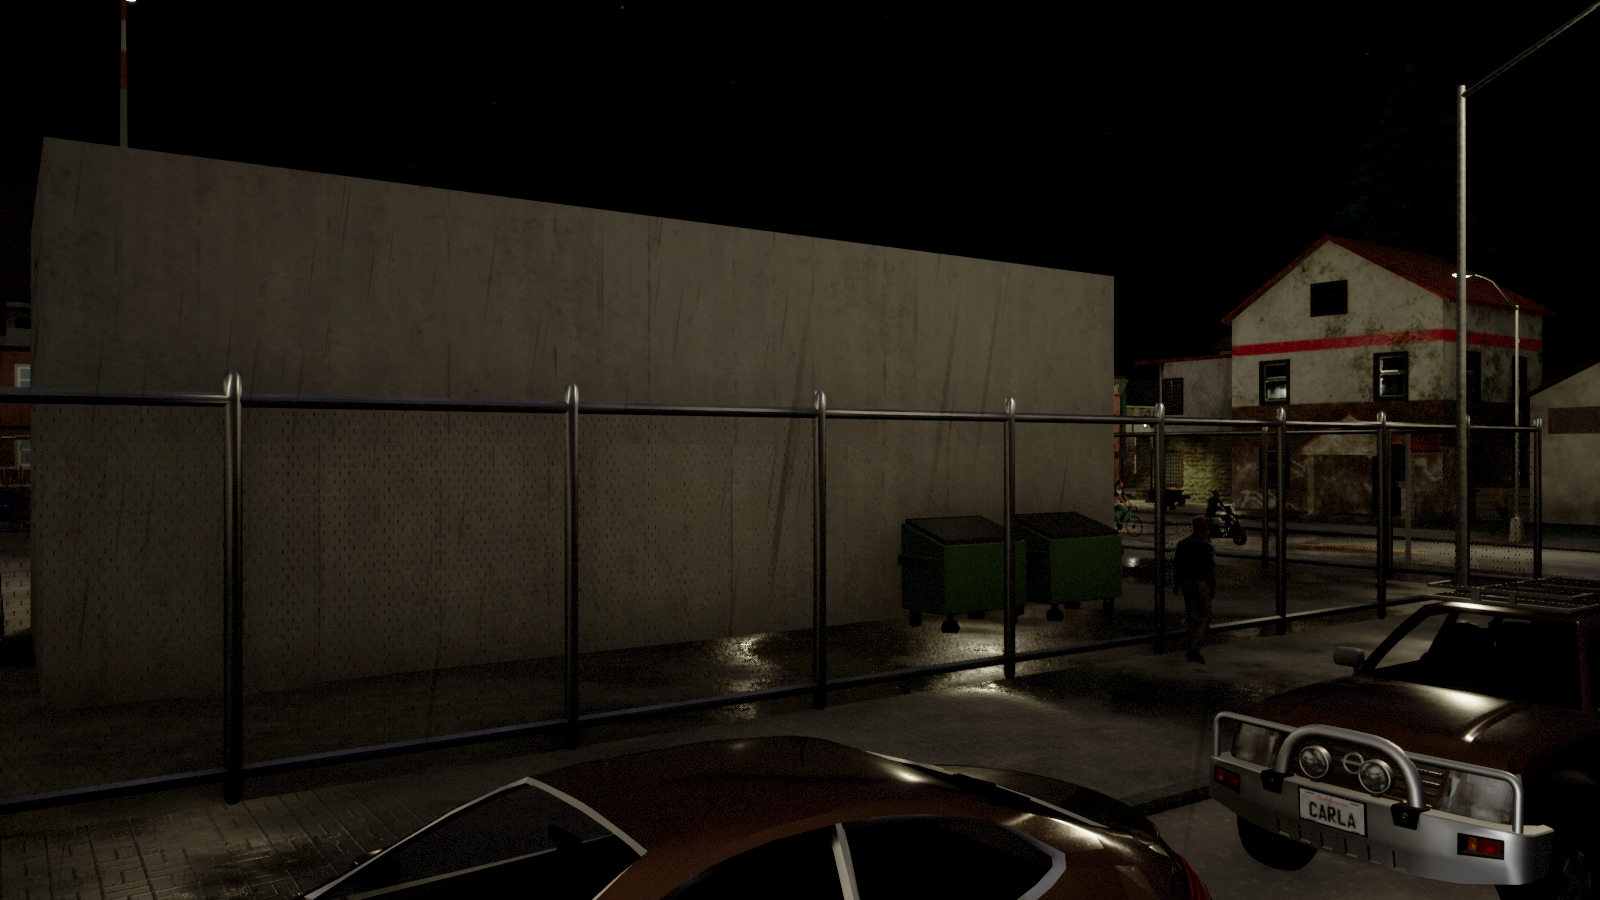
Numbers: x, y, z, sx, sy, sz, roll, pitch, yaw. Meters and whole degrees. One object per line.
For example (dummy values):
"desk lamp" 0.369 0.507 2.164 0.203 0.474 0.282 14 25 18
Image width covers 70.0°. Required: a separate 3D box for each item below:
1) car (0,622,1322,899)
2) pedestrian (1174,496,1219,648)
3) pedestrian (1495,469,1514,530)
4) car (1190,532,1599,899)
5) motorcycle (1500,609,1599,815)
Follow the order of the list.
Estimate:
"car" -0.619 1.771 3.955 5.027 1.651 2.152 0 0 -35
"pedestrian" 4.973 1.513 14.335 0.375 1.860 0.375 0 0 -34
"pedestrian" 21.561 1.510 34.960 0.375 1.860 0.375 0 0 -36
"car" 4.948 1.640 7.839 4.605 1.855 1.932 0 0 -35
"motorcycle" 6.256 1.958 8.768 1.805 1.236 0.856 0 0 -35
